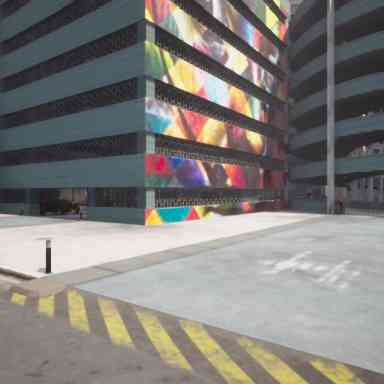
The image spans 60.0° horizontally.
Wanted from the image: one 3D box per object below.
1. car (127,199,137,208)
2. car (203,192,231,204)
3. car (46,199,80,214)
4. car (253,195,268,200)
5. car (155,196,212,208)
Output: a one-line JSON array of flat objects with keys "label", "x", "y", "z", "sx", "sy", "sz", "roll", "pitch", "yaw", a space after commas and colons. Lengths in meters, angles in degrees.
[{"label": "car", "x": -6.083, "y": 1.463, "z": 42.305, "sx": 4.718, "sy": 1.301, "sz": 1.895, "roll": 0, "pitch": 0, "yaw": 36}, {"label": "car", "x": 4.147, "y": 1.028, "z": 57.740, "sx": 5.566, "sy": 2.045, "sz": 2.435, "roll": 0, "pitch": 0, "yaw": 36}, {"label": "car", "x": -13.256, "y": 1.413, "z": 33.178, "sx": 4.786, "sy": 1.482, "sz": 2.161, "roll": 0, "pitch": 0, "yaw": 36}, {"label": "car", "x": 18.588, "y": 1.481, "z": 90.391, "sx": 4.892, "sy": 1.521, "sz": 2.231, "roll": 0, "pitch": 0, "yaw": 36}, {"label": "car", "x": -0.974, "y": 1.320, "z": 29.317, "sx": 4.674, "sy": 1.452, "sz": 2.002, "roll": 0, "pitch": 0, "yaw": 36}]
